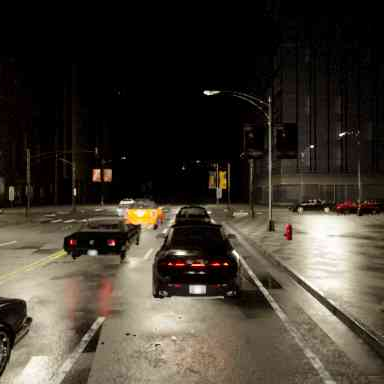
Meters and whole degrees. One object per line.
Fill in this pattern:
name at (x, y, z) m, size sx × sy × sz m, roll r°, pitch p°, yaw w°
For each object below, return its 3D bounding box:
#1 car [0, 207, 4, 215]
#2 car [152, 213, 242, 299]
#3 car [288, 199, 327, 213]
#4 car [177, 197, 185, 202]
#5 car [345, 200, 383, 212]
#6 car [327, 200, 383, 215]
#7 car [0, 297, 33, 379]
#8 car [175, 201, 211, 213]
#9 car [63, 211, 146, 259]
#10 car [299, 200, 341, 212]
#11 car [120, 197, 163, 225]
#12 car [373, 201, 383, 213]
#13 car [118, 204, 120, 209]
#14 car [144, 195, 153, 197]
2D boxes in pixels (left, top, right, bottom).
car at (-21.365, 1.698, 33.362) m, size 4.674 × 1.442 × 1.812 m, roll 0°, pitch -1°, yaw 0°
car at (0.118, 1.512, 8.442) m, size 1.837 × 1.490 × 4.892 m, roll 0°, pitch 0°, yaw 0°
car at (13.214, 1.577, 36.995) m, size 4.892 × 1.490 × 1.837 m, roll 0°, pitch -1°, yaw -1°
car at (-3.040, 2.074, 92.084) m, size 1.812 × 1.442 × 4.674 m, roll 0°, pitch 0°, yaw 0°
car at (20.917, 1.644, 39.851) m, size 4.313 × 1.339 × 1.947 m, roll 0°, pitch 0°, yaw -1°
car at (15.387, 1.578, 31.252) m, size 4.206 × 1.307 × 1.802 m, roll 0°, pitch 0°, yaw -1°
car at (-3.152, 1.548, 2.215) m, size 2.033 × 1.411 × 5.357 m, roll 0°, pitch 0°, yaw 0°
car at (0.050, 1.513, 18.583) m, size 1.882 × 1.535 × 5.008 m, roll 0°, pitch 0°, yaw 0°
car at (-3.120, 1.617, 12.657) m, size 1.895 × 1.301 × 4.718 m, roll 0°, pitch 0°, yaw 0°
car at (15.277, 1.663, 39.776) m, size 4.313 × 1.339 × 1.947 m, roll 0°, pitch 0°, yaw -1°
car at (-3.098, 1.401, 22.106) m, size 2.097 × 1.767 × 4.553 m, roll 0°, pitch 0°, yaw 0°
car at (23.114, 1.640, 37.128) m, size 4.718 × 1.301 × 1.895 m, roll 0°, pitch -1°, yaw -1°
car at (-9.728, 1.747, 50.411) m, size 1.812 × 1.442 × 4.674 m, roll 0°, pitch 0°, yaw 0°
car at (-9.586, 1.604, 71.773) m, size 2.150 × 2.045 × 5.566 m, roll 0°, pitch 0°, yaw 0°
